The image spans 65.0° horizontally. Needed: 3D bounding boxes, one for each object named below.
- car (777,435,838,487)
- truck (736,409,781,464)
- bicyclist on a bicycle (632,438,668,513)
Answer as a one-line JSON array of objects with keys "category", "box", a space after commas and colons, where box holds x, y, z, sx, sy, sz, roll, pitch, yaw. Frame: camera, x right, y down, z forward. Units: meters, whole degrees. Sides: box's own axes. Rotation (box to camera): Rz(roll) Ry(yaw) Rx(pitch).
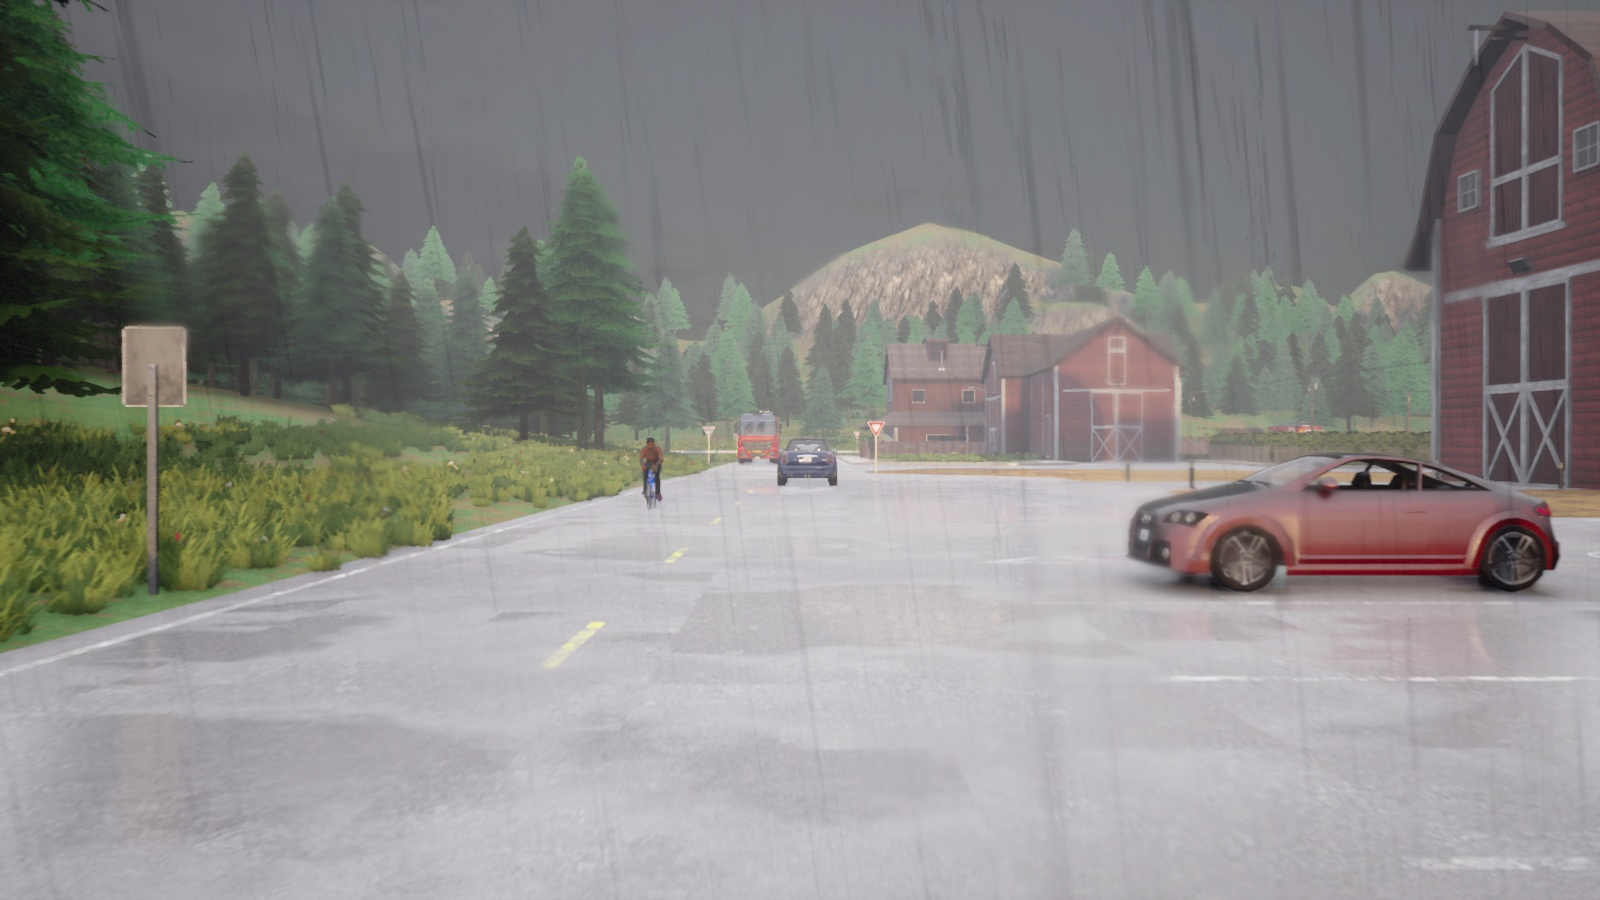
[{"category": "car", "box": [0.270, 0.351, 45.055, 2.097, 1.767, 4.553, 0, 0, 1]}, {"category": "truck", "box": [-2.961, -0.938, 91.812, 2.891, 3.827, 8.468, 0, 0, 0]}, {"category": "bicyclist on a bicycle", "box": [-3.326, 0.539, 27.940, 0.582, 1.620, 1.656, 0, 1, 0]}]
